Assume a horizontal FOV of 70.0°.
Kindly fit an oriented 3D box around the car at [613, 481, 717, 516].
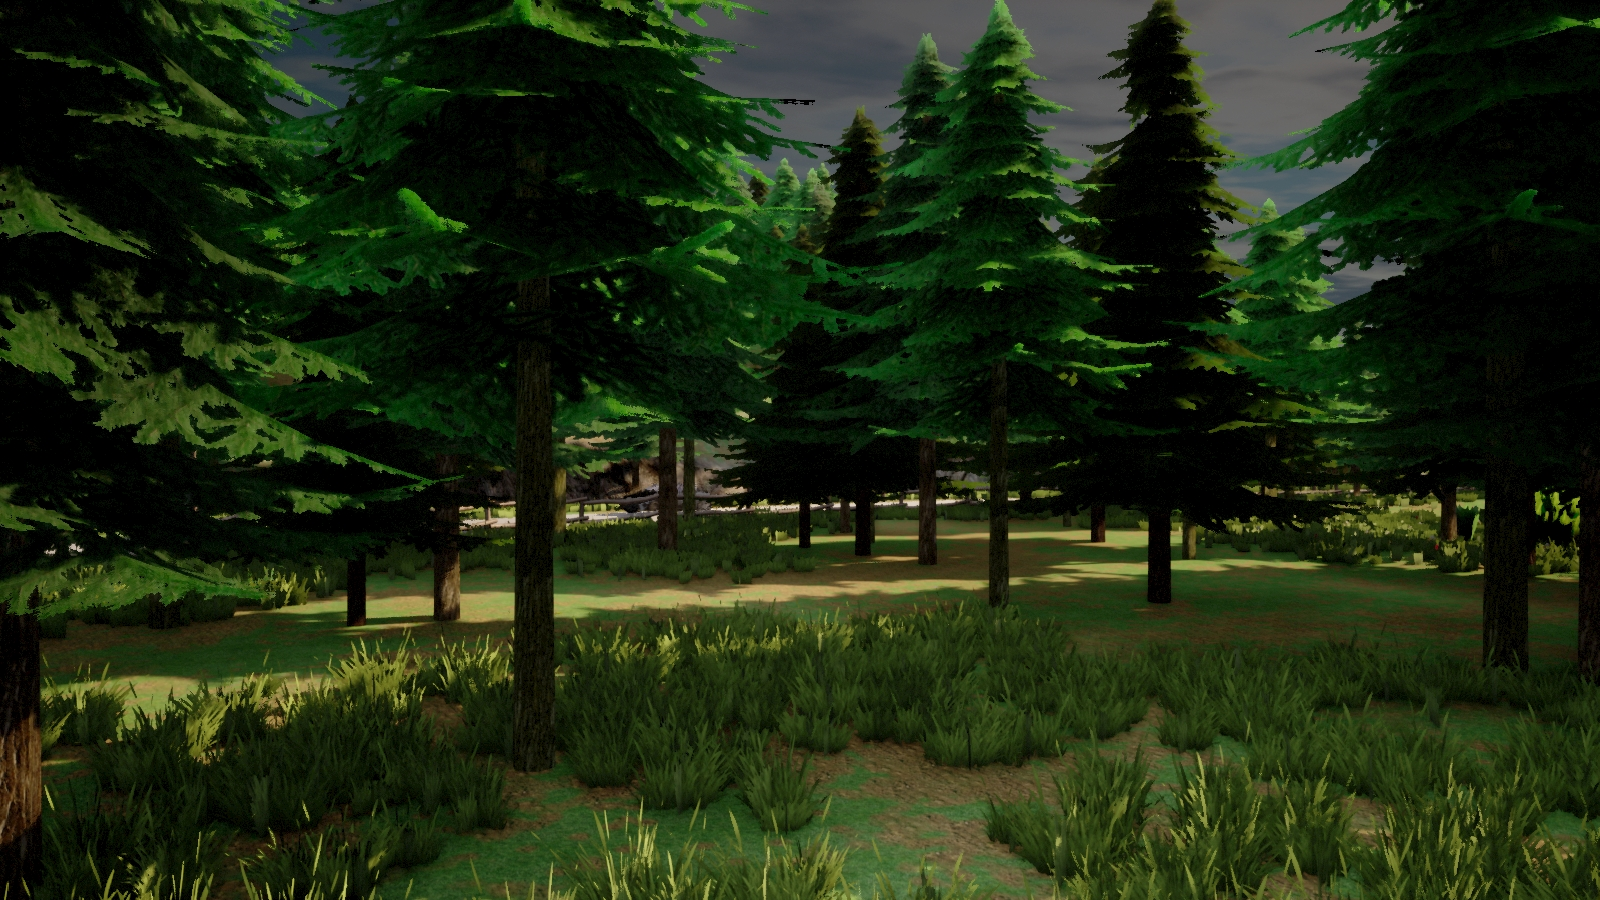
[{"bbox_3d":[-5.957,2.118,50.746,4.181,1.385,1.994,0,0,-42],"label":"car"}]
